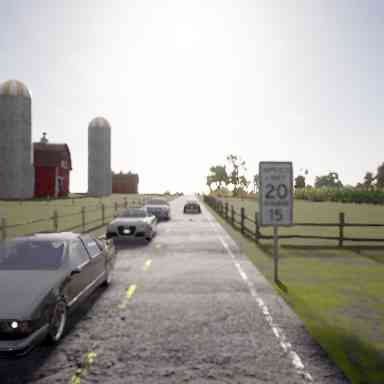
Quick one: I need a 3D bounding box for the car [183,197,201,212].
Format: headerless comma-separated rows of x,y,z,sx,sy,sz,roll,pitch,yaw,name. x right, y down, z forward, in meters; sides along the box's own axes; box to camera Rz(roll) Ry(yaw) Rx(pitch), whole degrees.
0.004,1.423,36.455,1.812,1.442,4.674,0,0,0,car

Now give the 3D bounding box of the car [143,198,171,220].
-2.835,1.274,26.759,2.097,1.767,4.553,0,0,0,car

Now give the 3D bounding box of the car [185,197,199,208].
0.014,1.436,47.092,1.994,1.385,4.181,0,0,0,car

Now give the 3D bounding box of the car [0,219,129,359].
-2.845,1.527,6.554,2.033,1.411,5.357,0,0,0,car

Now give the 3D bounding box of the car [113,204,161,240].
-2.838,1.515,16.444,1.994,1.385,4.181,0,0,0,car
